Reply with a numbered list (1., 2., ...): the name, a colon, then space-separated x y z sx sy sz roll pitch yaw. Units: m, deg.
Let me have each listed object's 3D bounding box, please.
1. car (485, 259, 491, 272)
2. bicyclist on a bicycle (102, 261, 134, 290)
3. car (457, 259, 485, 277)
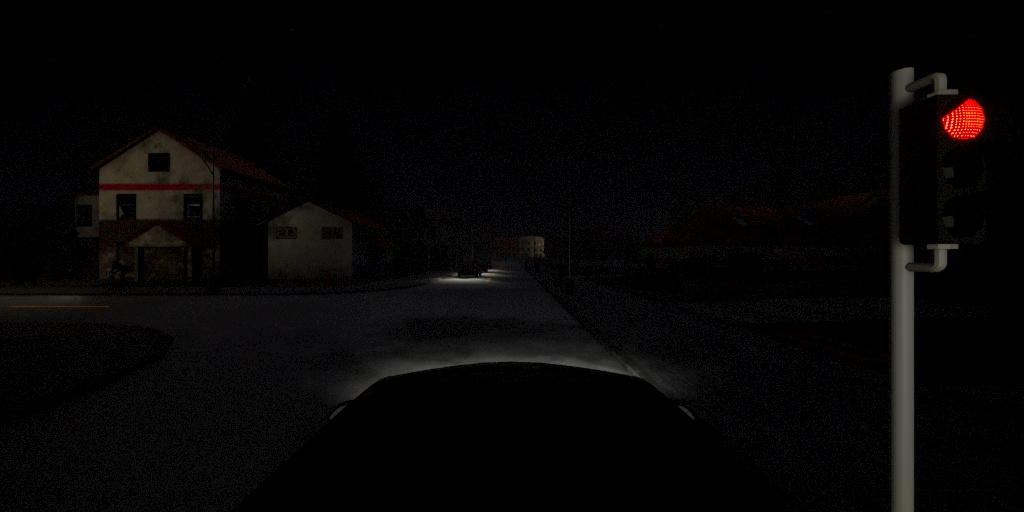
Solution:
1. car: -4.094 1.227 44.968 1.882 1.535 5.008 0 0 0
2. bicyclist on a bicycle: -22.540 1.099 20.531 0.582 1.620 1.656 0 0 0
3. car: -4.115 1.227 35.314 1.882 1.535 5.008 0 0 2
